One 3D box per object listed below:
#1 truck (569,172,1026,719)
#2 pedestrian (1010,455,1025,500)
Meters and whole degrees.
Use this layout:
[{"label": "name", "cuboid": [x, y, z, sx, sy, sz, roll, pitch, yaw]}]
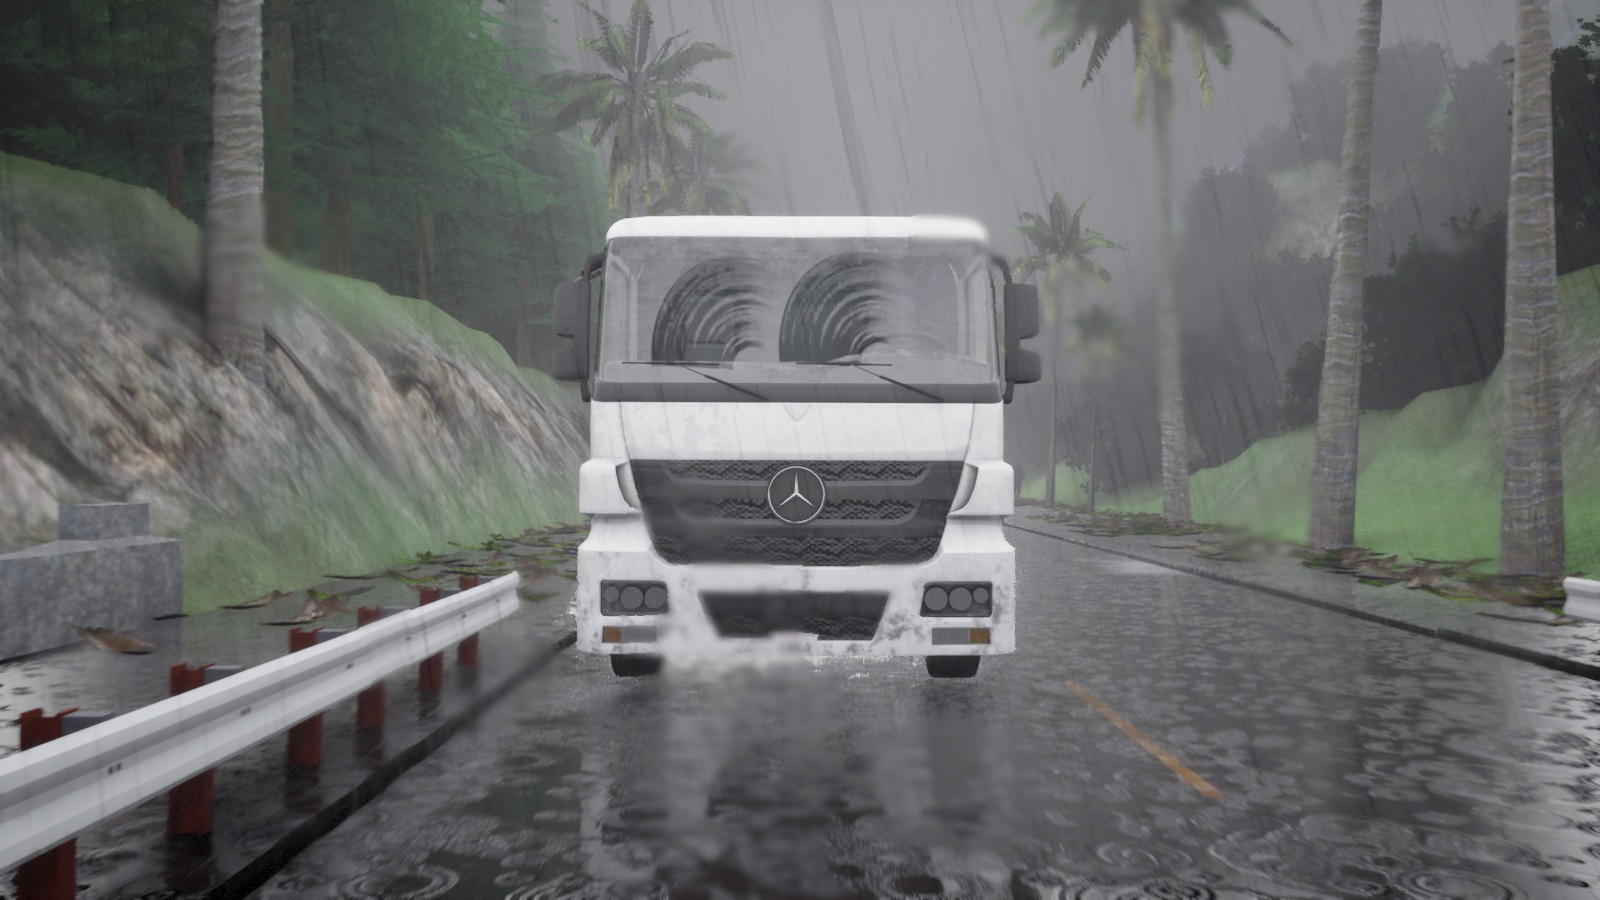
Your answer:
[{"label": "truck", "cuboid": [-0.029, 0.033, 11.937, 2.891, 3.462, 7.936, 0, -1, 0]}, {"label": "pedestrian", "cuboid": [9.418, 1.184, 54.445, 0.423, 1.949, 0.788, 0, -1, -8]}]
